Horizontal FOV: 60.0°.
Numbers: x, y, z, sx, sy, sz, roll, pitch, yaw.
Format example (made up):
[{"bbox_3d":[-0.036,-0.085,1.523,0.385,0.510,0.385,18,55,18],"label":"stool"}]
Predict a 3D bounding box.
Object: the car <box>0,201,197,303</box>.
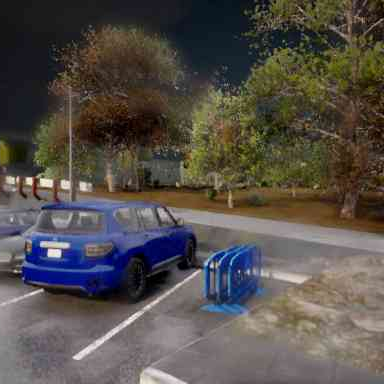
[{"bbox_3d":[-1.621,1.253,8.594,2.435,2.045,5.566,0,-1,19],"label":"car"}]
